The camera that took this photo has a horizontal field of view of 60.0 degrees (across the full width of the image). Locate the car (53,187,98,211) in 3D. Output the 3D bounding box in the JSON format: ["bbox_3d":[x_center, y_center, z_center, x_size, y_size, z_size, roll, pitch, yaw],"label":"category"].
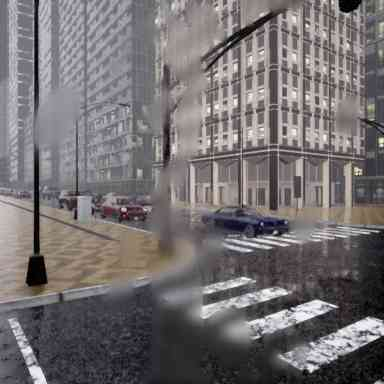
[{"bbox_3d":[-11.068,0.729,31.311,2.192,1.841,5.009,1,0,-36],"label":"car"}]

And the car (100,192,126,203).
[{"bbox_3d":[-10.880,0.707,45.447,1.752,1.417,4.829,1,0,-36],"label":"car"}]

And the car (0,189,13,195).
[{"bbox_3d":[-40.258,0.015,72.117,1.947,1.339,4.313,1,0,-36],"label":"car"}]

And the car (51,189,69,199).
[{"bbox_3d":[-23.107,0.329,58.067,1.882,1.535,5.008,0,1,-36],"label":"car"}]

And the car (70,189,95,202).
[{"bbox_3d":[-15.837,0.444,47.900,2.097,1.767,4.553,0,1,-36],"label":"car"}]

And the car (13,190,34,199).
[{"bbox_3d":[-27.287,0.422,53.981,1.887,1.381,4.507,1,0,-36],"label":"car"}]

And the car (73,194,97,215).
[{"bbox_3d":[-7.833,1.103,26.778,1.802,1.307,4.206,1,0,-36],"label":"car"}]

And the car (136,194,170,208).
[{"bbox_3d":[-4.295,0.982,36.237,1.802,1.307,4.206,1,0,-36],"label":"car"}]

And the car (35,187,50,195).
[{"bbox_3d":[-36.726,-0.357,81.593,2.192,1.841,5.009,1,0,-36],"label":"car"}]

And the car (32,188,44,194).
[{"bbox_3d":[-39.976,-0.213,86.130,1.947,1.339,4.313,1,0,-36],"label":"car"}]

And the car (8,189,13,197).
[{"bbox_3d":[-30.529,0.321,58.515,2.008,1.369,4.403,1,0,-36],"label":"car"}]

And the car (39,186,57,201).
[{"bbox_3d":[-20.465,0.161,49.041,2.150,2.045,5.566,0,1,-36],"label":"car"}]

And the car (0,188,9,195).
[{"bbox_3d":[-43.500,-0.113,76.651,1.887,1.381,4.507,1,0,-36],"label":"car"}]

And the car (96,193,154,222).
[{"bbox_3d":[-4.586,1.068,22.243,1.967,1.590,4.097,1,0,-36],"label":"car"}]

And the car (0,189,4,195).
[{"bbox_3d":[-37.015,0.107,67.583,2.008,1.369,4.403,1,0,-36],"label":"car"}]

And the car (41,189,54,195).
[{"bbox_3d":[-33.488,-0.020,77.058,1.887,1.381,4.507,1,0,-36],"label":"car"}]

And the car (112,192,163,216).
[{"bbox_3d":[-4.454,1.052,26.484,2.128,1.511,4.902,0,1,-36],"label":"car"}]

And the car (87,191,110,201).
[{"bbox_3d":[-14.026,0.643,49.845,1.947,1.339,4.313,1,0,-36],"label":"car"}]

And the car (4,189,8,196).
[{"bbox_3d":[-33.772,0.208,63.049,1.887,1.381,4.507,1,0,-36],"label":"car"}]

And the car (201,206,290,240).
[{"bbox_3d":[2.471,1.399,16.256,1.895,1.301,4.718,0,1,-31],"label":"car"}]
